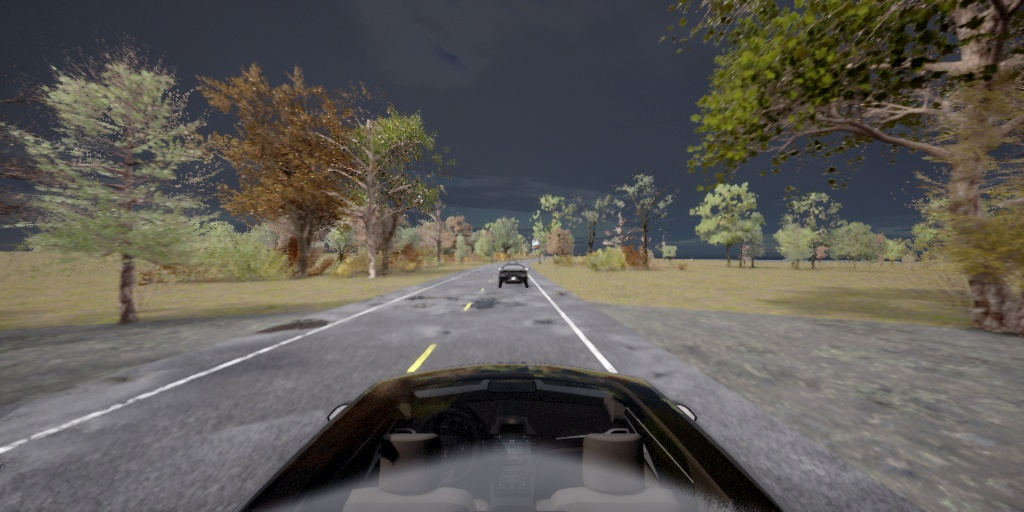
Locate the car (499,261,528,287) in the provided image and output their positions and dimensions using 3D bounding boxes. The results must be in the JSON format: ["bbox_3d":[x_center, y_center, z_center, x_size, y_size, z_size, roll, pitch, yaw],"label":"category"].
[{"bbox_3d":[0.089,1.252,24.853,1.882,1.535,5.008,0,0,0],"label":"car"}]
